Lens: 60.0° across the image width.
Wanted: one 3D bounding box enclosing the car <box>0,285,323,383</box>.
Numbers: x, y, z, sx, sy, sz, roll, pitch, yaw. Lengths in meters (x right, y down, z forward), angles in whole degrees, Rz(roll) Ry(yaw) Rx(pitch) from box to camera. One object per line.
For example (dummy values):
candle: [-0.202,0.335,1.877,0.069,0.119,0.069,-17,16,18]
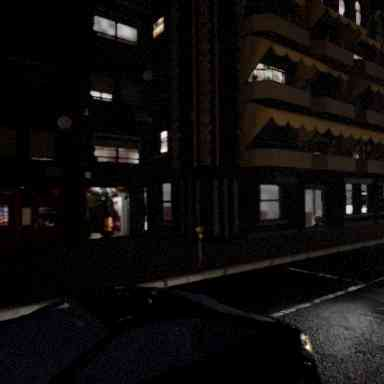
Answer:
car: [-0.789,1.620,2.768,4.181,1.385,1.994,0,-1,-37]
